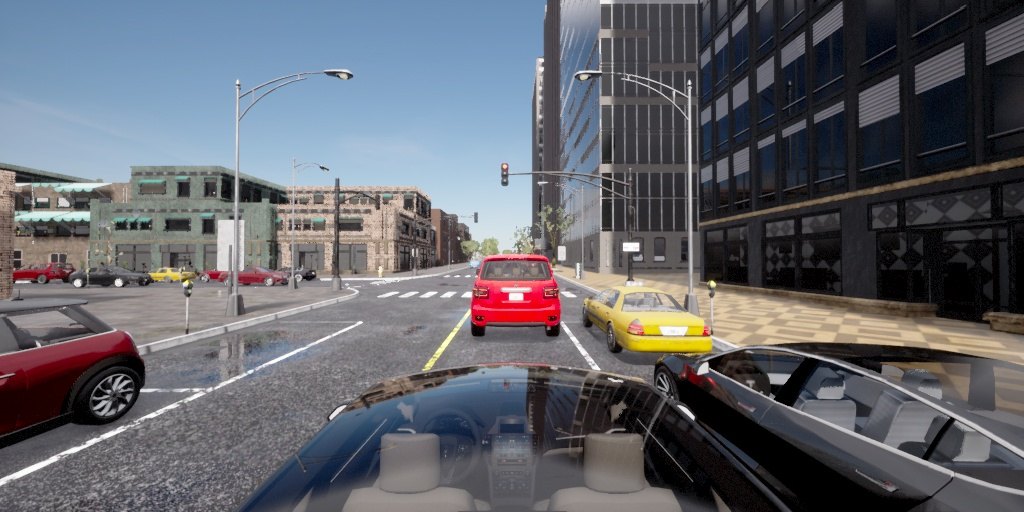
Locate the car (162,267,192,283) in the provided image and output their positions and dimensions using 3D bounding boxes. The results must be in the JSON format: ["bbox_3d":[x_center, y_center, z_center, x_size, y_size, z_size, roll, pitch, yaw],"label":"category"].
[{"bbox_3d":[-30.735,1.627,31.570,4.829,1.417,1.751,0,0,1],"label":"car"}]

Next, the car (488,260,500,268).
[{"bbox_3d":[-3.177,1.375,64.455,1.895,1.301,4.718,0,0,0],"label":"car"}]

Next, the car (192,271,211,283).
[{"bbox_3d":[-25.017,1.489,31.509,4.097,1.591,1.967,0,0,1],"label":"car"}]

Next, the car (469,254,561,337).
[{"bbox_3d":[0.083,0.975,10.465,2.150,2.045,5.566,0,0,0],"label":"car"}]

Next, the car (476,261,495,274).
[{"bbox_3d":[-3.182,1.313,43.973,2.033,1.411,5.357,0,0,0],"label":"car"}]

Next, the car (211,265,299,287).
[{"bbox_3d":[-18.308,1.419,25.651,4.674,1.442,1.812,-1,-1,1],"label":"car"}]

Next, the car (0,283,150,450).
[{"bbox_3d":[-5.692,1.190,2.814,1.967,1.591,4.097,0,0,0],"label":"car"}]

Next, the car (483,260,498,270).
[{"bbox_3d":[-3.195,1.317,54.160,2.033,1.411,5.357,0,0,0],"label":"car"}]

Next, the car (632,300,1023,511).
[{"bbox_3d":[2.656,1.316,2.776,1.948,1.339,4.313,0,0,0],"label":"car"}]

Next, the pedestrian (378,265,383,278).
[{"bbox_3d":[-12.608,1.399,34.328,0.375,1.300,0.375,0,0,1],"label":"pedestrian"}]

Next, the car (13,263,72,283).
[{"bbox_3d":[-41.661,1.522,31.688,5.009,1.841,2.192,0,0,1],"label":"car"}]

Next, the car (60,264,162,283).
[{"bbox_3d":[-28.713,1.497,25.769,4.892,1.490,1.837,0,-1,1],"label":"car"}]

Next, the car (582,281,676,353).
[{"bbox_3d":[2.815,1.277,8.589,1.751,1.417,4.829,0,0,0],"label":"car"}]

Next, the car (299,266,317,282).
[{"bbox_3d":[-19.470,1.562,31.448,4.313,1.339,1.948,0,0,1],"label":"car"}]
